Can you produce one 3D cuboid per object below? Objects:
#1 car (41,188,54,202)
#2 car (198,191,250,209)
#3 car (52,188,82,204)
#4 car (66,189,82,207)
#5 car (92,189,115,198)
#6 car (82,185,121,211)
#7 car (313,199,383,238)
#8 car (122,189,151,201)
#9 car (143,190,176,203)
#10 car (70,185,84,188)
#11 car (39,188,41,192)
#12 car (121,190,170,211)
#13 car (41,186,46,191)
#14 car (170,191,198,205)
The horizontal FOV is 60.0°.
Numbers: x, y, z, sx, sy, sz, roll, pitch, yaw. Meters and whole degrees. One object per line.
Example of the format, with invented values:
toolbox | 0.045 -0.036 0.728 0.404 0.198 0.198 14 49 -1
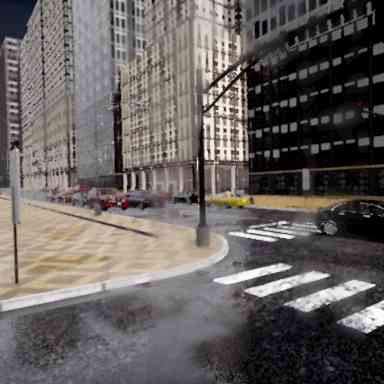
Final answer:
car | -17.122 0.525 41.684 1.802 1.307 4.206 -1 1 -36
car | 2.872 0.628 28.677 1.752 1.417 4.829 -1 2 -36
car | -13.805 0.591 37.147 1.887 1.381 4.507 -1 1 -36
car | -10.489 0.715 32.612 1.947 1.339 4.313 -1 1 -36
car | -13.680 0.158 51.169 1.947 1.339 4.313 -1 2 -36
car | -7.172 0.568 28.070 2.192 1.841 5.009 -1 1 -36
car | 7.187 1.083 12.967 1.837 1.490 4.892 -2 2 -36
car | -7.047 0.364 42.096 1.947 1.339 4.313 -1 2 -36
car | -3.730 0.484 37.559 1.802 1.307 4.206 -1 2 -36
car | -20.314 -0.298 60.236 2.192 1.841 5.009 -1 2 -36
car | -36.897 -0.684 82.922 1.967 1.590 4.097 -1 2 -36
car | -4.044 0.769 28.330 1.994 1.385 4.181 -2 2 -36
car | -33.581 -0.582 78.386 1.967 1.590 4.097 -1 2 -36
car | -0.413 0.571 33.023 1.947 1.339 4.313 -1 2 -36
